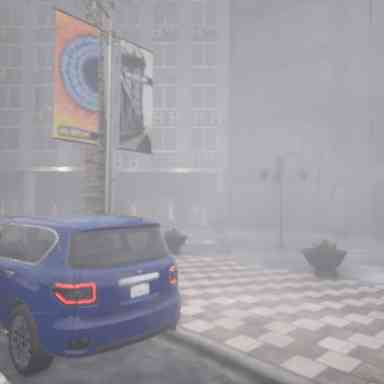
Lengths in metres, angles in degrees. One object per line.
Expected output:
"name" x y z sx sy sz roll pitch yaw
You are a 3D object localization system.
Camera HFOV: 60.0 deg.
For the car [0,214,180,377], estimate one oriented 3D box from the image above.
"car" -2.674 1.431 6.173 5.566 2.045 2.150 -1 -3 42
